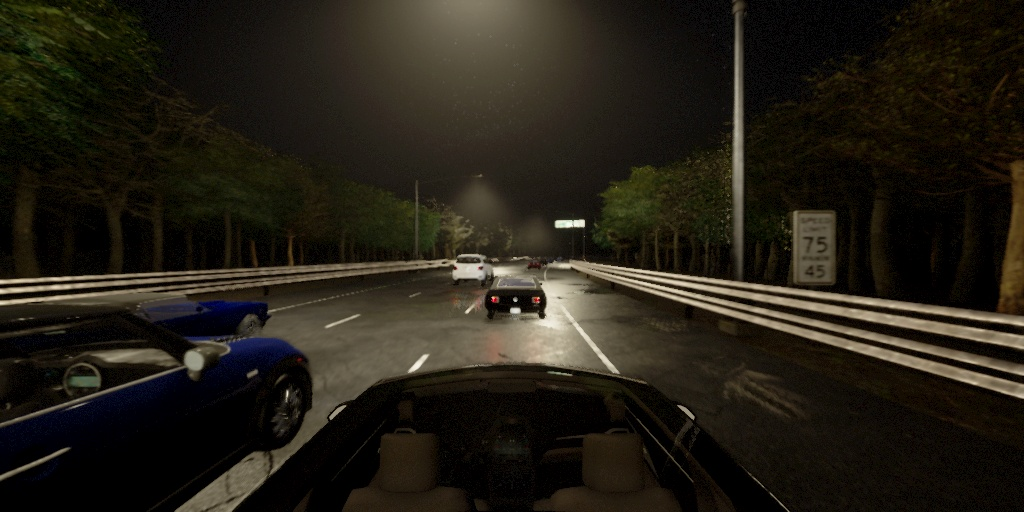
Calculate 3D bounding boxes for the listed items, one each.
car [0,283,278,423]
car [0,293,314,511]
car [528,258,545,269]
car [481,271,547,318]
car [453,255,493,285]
[{"bbox_3d":[-6.840,1.329,6.639,1.895,1.301,4.718,0,0,1],"label":"car"},{"bbox_3d":[-3.362,1.094,2.330,2.097,1.767,4.553,0,0,0],"label":"car"},{"bbox_3d":[3.404,1.220,53.014,2.033,1.411,5.357,0,0,8],"label":"car"},{"bbox_3d":[0.177,1.334,12.900,1.895,1.301,4.718,0,0,2],"label":"car"},{"bbox_3d":[-2.644,0.931,25.303,2.150,2.045,5.566,0,0,3],"label":"car"}]
